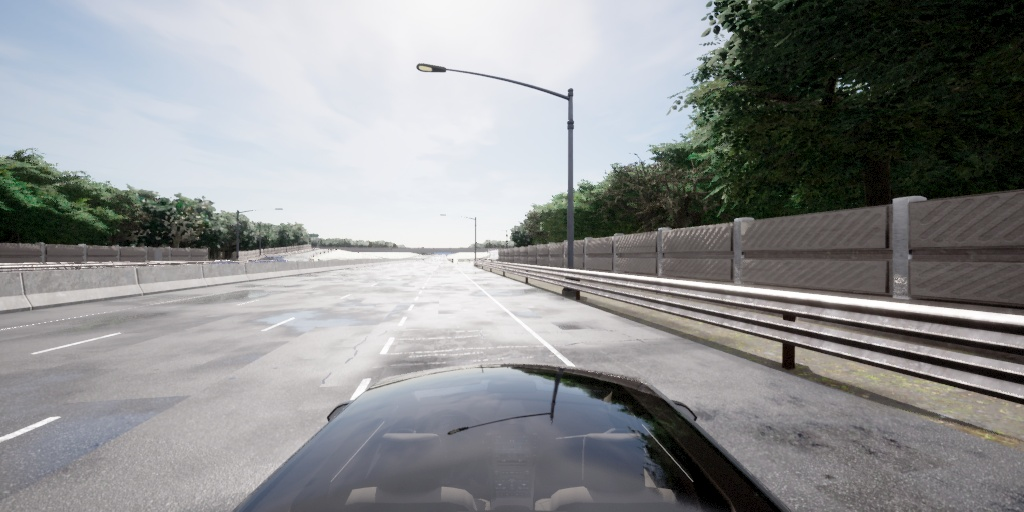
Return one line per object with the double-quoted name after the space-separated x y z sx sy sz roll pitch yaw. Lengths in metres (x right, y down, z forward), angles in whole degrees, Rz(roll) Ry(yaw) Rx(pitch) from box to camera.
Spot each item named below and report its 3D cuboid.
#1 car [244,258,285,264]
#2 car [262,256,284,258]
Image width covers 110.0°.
-29.140 1.276 42.814 2.128 1.511 4.902 0 0 -11 "car"
-34.176 1.019 50.789 2.150 2.045 5.566 0 0 -10 "car"
